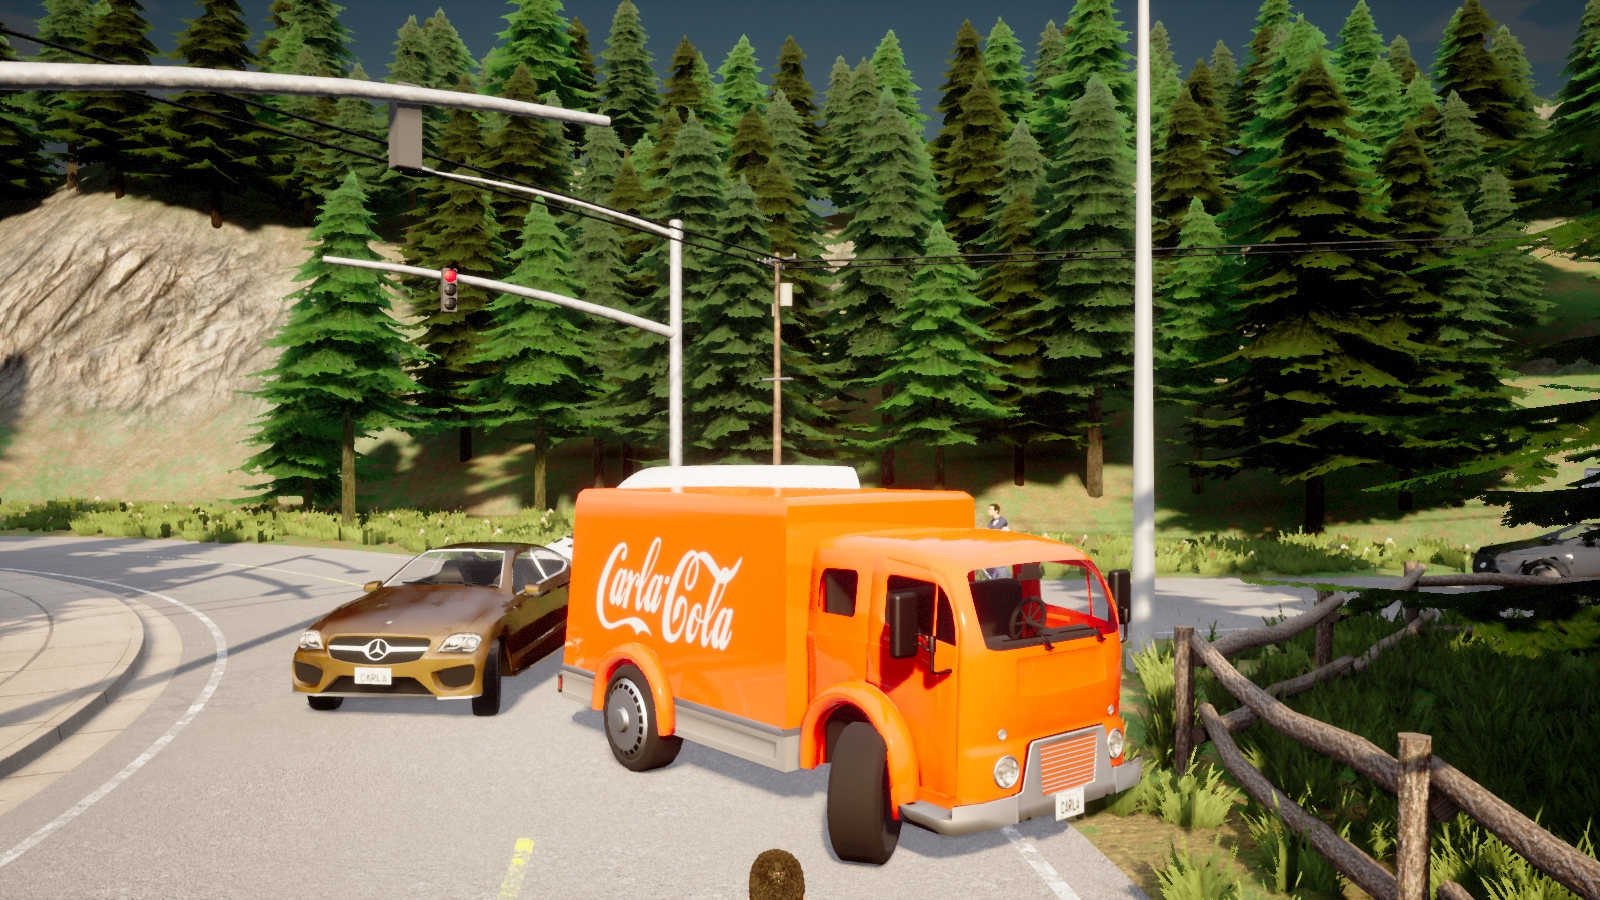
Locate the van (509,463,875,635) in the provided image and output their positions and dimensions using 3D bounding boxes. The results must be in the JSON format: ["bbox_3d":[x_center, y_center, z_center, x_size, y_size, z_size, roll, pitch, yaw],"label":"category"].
[{"bbox_3d":[-1.776,1.528,19.549,5.915,2.561,1.988,0,0,-27],"label":"van"}]

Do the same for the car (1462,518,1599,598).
[{"bbox_3d":[15.773,2.119,22.673,4.181,1.385,1.994,0,0,14],"label":"car"}]

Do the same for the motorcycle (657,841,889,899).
[{"bbox_3d":[-0.074,2.159,3.526,0.803,1.199,2.033,0,0,-2],"label":"motorcycle"}]

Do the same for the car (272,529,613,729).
[{"bbox_3d":[-4.038,1.970,14.038,2.152,1.651,5.027,0,0,6],"label":"car"}]

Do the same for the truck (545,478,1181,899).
[{"bbox_3d":[0.202,1.542,9.769,2.627,2.467,5.204,0,0,-39],"label":"truck"}]
